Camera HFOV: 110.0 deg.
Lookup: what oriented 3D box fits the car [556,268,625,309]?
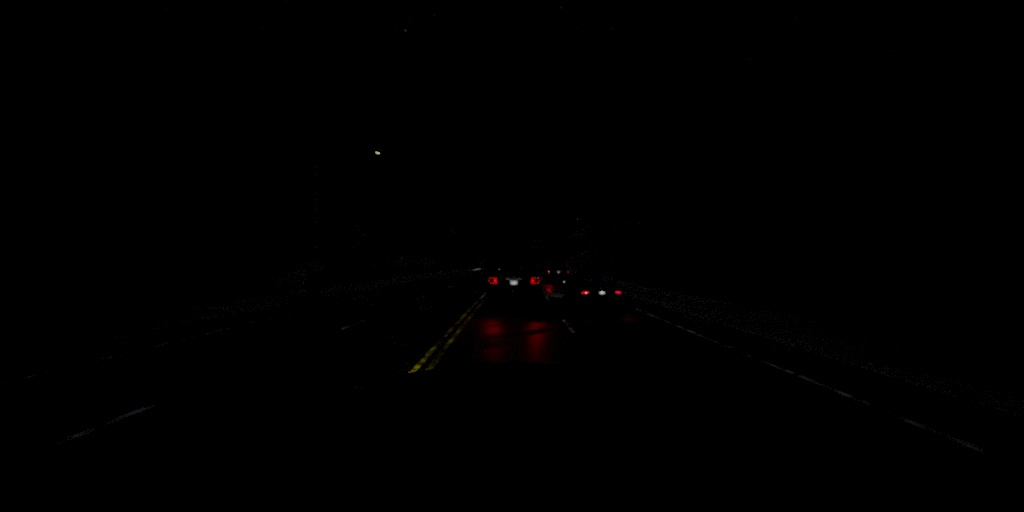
[{"bbox_3d":[3.366,1.424,15.716,2.033,1.411,5.357,0,0,1],"label":"car"}]

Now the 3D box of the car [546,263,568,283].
[{"bbox_3d":[3.804,1.356,30.696,2.097,1.767,4.553,0,-1,2],"label":"car"}]

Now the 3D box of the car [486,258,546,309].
[{"bbox_3d":[0.117,1.094,15.806,2.150,2.045,5.566,0,0,1],"label":"car"}]
